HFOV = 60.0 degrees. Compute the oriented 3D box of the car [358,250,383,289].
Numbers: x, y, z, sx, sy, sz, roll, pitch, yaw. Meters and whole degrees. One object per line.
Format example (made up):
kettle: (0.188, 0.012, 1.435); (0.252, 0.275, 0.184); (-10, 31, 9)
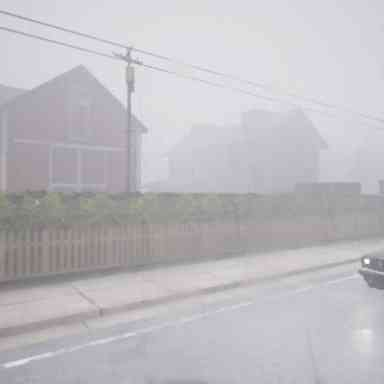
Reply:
car: (6.204, 1.702, 8.314); (4.718, 1.301, 1.895); (1, 0, -35)
